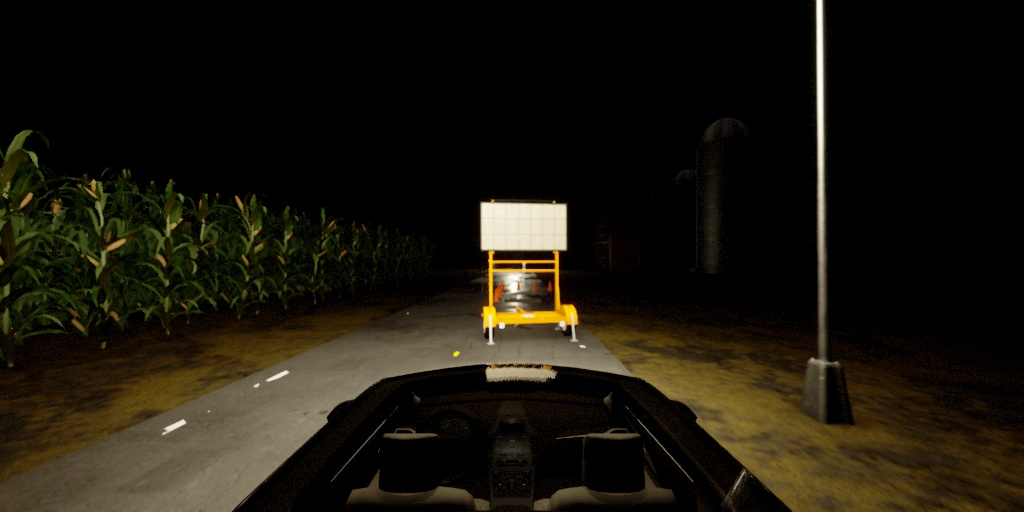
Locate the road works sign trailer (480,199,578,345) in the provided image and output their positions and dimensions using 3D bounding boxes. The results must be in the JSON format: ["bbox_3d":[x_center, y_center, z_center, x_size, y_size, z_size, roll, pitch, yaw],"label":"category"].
[{"bbox_3d":[0.313,0.273,9.836,2.380,3.560,2.880,0,0,-8],"label":"road works sign trailer"}]
